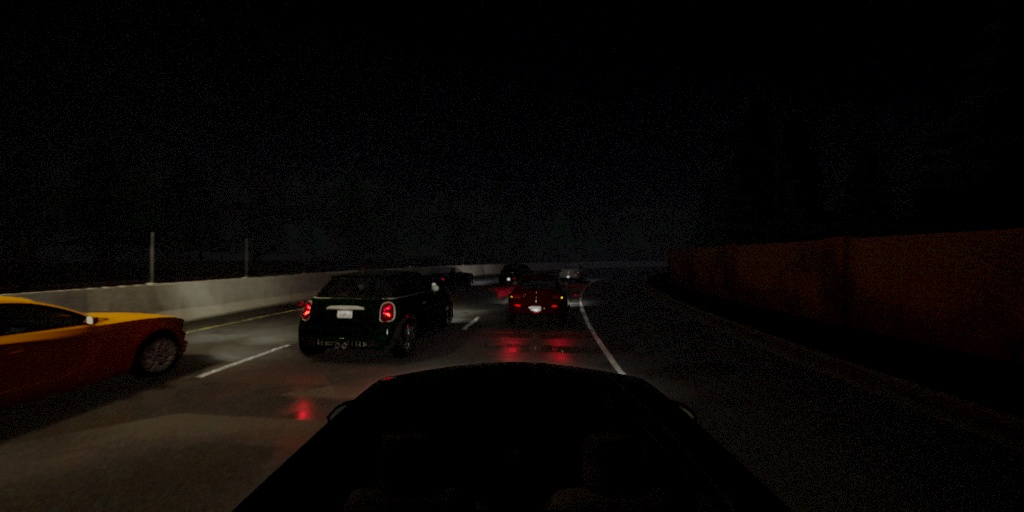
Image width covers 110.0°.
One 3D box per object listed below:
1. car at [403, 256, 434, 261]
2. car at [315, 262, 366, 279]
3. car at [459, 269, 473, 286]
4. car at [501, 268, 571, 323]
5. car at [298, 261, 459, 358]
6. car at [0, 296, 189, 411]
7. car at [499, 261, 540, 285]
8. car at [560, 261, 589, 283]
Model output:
[{"bbox_3d":[-10.391,1.034,38.932,2.150,2.045,5.566,0,0,21],"label":"car"},{"bbox_3d":[-15.921,1.333,33.558,1.994,1.385,4.181,0,0,18],"label":"car"},{"bbox_3d":[-4.118,1.398,23.324,1.895,1.301,4.718,0,0,13],"label":"car"},{"bbox_3d":[0.952,1.314,12.315,1.812,1.442,4.674,0,0,7],"label":"car"},{"bbox_3d":[-2.933,1.109,8.761,2.097,1.767,4.553,0,0,4],"label":"car"},{"bbox_3d":[-6.732,1.201,4.291,1.882,1.535,5.008,0,0,2],"label":"car"},{"bbox_3d":[0.447,1.336,26.705,1.837,1.490,4.892,0,0,16],"label":"car"},{"bbox_3d":[5.057,1.390,29.683,1.812,1.442,4.674,0,0,19],"label":"car"}]
